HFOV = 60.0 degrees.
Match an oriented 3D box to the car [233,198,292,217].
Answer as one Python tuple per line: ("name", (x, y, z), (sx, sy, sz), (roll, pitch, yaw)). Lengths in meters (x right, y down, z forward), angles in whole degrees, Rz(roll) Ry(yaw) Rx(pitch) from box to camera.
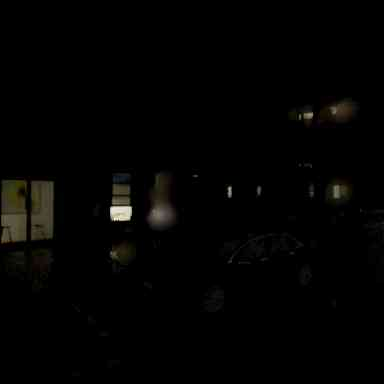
("car", (5.527, 1.383, 27.216), (1.887, 1.381, 4.507), (0, 0, -35))

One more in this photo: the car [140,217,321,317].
("car", (1.017, 1.495, 7.268), (4.403, 1.369, 2.008), (-1, 2, -35))

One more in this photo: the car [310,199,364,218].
("car", (11.910, 1.335, 28.195), (1.882, 1.535, 5.008), (1, -1, -33))

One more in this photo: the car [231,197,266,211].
("car", (6.819, 1.427, 40.446), (1.967, 1.590, 4.097), (0, 0, -35))

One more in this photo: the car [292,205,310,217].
("car", (7.635, 1.424, 28.959), (1.994, 1.385, 4.181), (1, -1, -35))
